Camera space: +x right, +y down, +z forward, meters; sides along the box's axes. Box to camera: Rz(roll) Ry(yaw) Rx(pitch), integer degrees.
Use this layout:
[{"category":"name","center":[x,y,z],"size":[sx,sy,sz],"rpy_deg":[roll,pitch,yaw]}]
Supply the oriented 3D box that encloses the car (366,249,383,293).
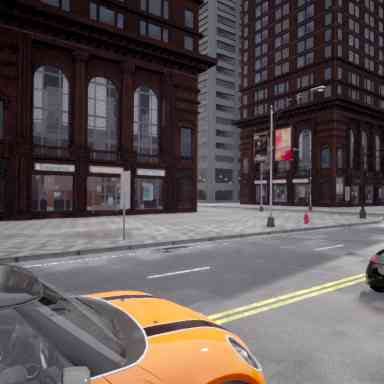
[{"category":"car","center":[5.877,1.576,7.654],"size":[4.181,1.385,1.994],"rpy_deg":[0,0,-35]}]

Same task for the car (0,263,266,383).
[{"category":"car","center":[-1.550,1.352,2.334],"size":[4.553,1.767,2.097],"rpy_deg":[0,0,-36]}]
